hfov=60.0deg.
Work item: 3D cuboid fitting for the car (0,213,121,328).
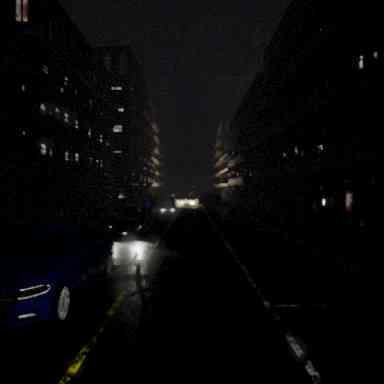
[{"bbox_3d":[-3.098,1.462,7.299,1.882,1.535,5.008,0,0,0],"label":"car"}]

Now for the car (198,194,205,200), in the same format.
[{"bbox_3d":[2.649,1.332,93.175,1.752,1.417,4.829,-1,0,0],"label":"car"}]

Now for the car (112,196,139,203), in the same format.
[{"bbox_3d":[-5.677,1.385,25.806,1.967,1.590,4.097,-1,0,0],"label":"car"}]

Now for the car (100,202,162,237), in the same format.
[{"bbox_3d":[-3.057,1.509,17.931,2.033,1.411,5.357,0,0,1],"label":"car"}]

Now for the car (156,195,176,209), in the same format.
[{"bbox_3d":[-3.106,1.454,44.105,2.033,1.411,5.357,0,0,0],"label":"car"}]

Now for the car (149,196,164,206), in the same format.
[{"bbox_3d":[-5.725,1.437,53.817,2.008,1.369,4.403,-1,0,0],"label":"car"}]

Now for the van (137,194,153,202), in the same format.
[{"bbox_3d":[-5.682,1.262,37.010,1.690,1.788,3.998,-1,0,0],"label":"van"}]

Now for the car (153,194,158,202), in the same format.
[{"bbox_3d":[-5.709,1.213,48.214,2.192,1.841,5.009,-1,0,0],"label":"car"}]

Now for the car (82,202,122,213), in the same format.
[{"bbox_3d":[-5.673,1.539,20.205,1.802,1.307,4.206,-1,0,0],"label":"car"}]

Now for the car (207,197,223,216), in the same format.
[{"bbox_3d":[2.670,1.458,31.553,1.752,1.417,4.829,-1,0,0],"label":"car"}]

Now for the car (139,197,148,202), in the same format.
[{"bbox_3d":[-5.677,1.484,31.409,2.008,1.369,4.403,-1,0,0],"label":"car"}]

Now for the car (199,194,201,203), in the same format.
[{"bbox_3d":[2.659,1.201,53.791,2.192,1.841,5.009,-1,0,0],"label":"car"}]

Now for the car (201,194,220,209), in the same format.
[{"bbox_3d":[2.663,1.225,42.587,2.192,1.841,5.009,-1,0,0],"label":"car"}]

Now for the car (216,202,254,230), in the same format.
[{"bbox_3d":[2.674,1.539,20.179,1.802,1.307,4.206,-1,0,0],"label":"car"}]

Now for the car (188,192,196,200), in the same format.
[{"bbox_3d":[-0.027,1.209,82.813,1.812,1.442,4.674,0,0,0],"label":"car"}]
